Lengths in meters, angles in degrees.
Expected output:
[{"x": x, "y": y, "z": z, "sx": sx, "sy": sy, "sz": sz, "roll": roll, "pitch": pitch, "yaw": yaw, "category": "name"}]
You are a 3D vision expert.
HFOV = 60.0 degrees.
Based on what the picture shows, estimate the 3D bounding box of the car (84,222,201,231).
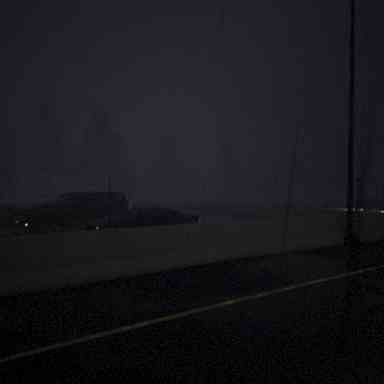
[{"x": -2.069, "y": 1.369, "z": 15.268, "sx": 5.357, "sy": 1.411, "sz": 2.033, "roll": 0, "pitch": 1, "yaw": -34, "category": "car"}]

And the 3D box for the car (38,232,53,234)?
[{"x": -5.803, "y": 0.992, "z": 16.946, "sx": 5.566, "sy": 2.045, "sz": 2.150, "roll": 0, "pitch": 1, "yaw": -34, "category": "car"}]
